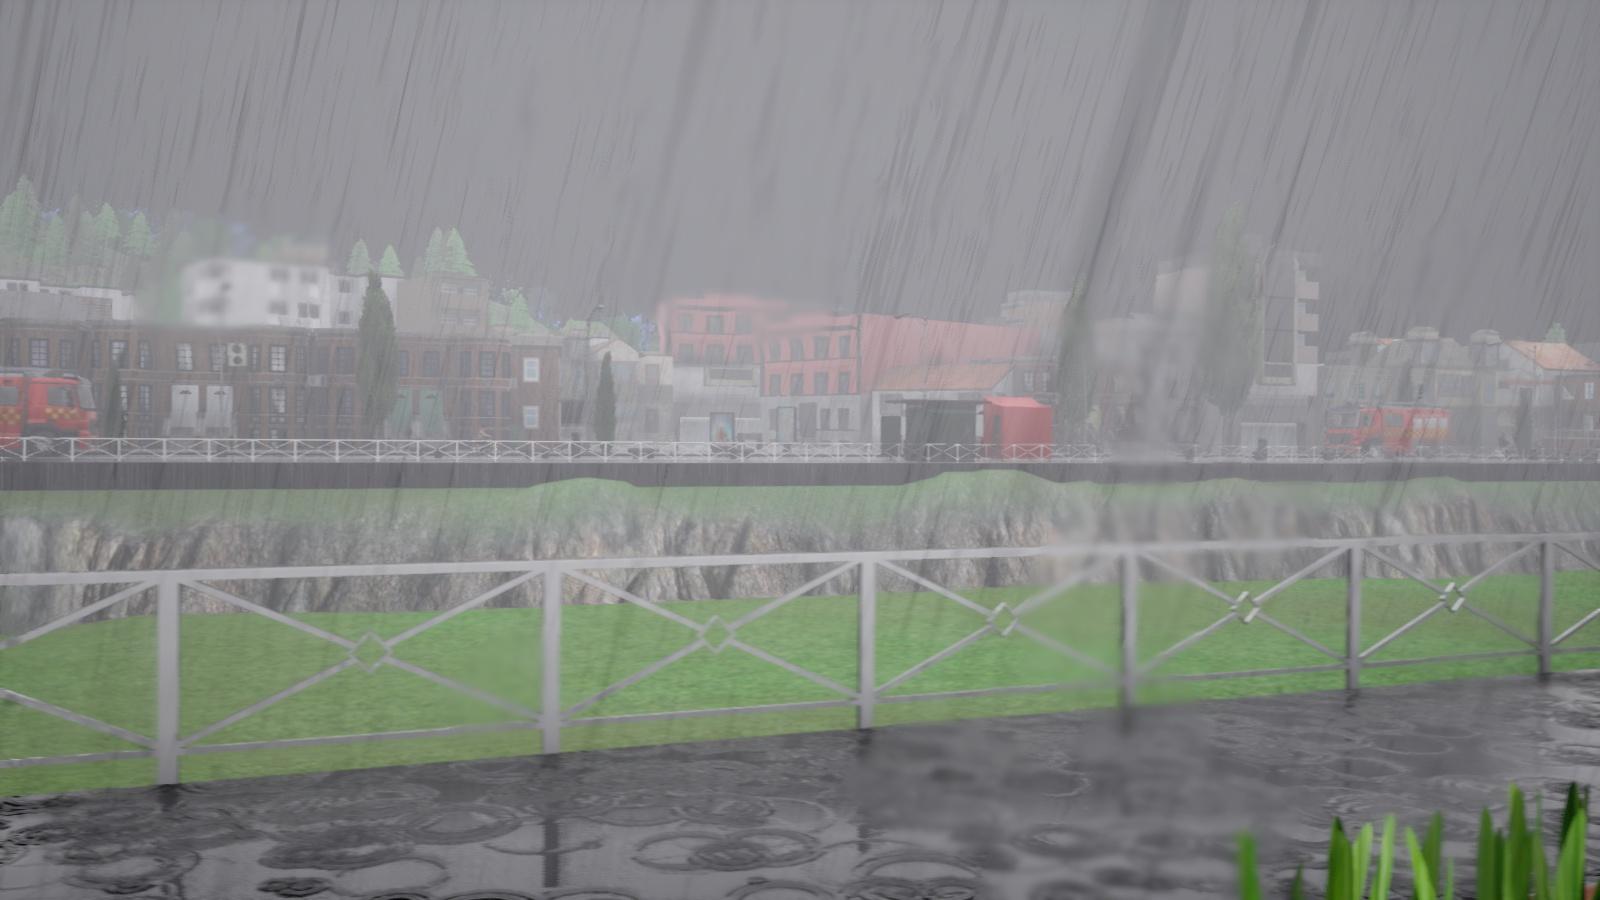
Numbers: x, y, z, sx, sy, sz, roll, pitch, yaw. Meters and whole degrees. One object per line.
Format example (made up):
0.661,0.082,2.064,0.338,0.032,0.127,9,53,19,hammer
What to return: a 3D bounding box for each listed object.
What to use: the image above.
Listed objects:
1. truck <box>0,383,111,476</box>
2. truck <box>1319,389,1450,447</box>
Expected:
-33.900,-0.856,52.592,8.468,3.827,2.891,-1,1,-21,truck
39.453,-2.172,84.739,8.468,3.827,2.891,-1,1,-21,truck
